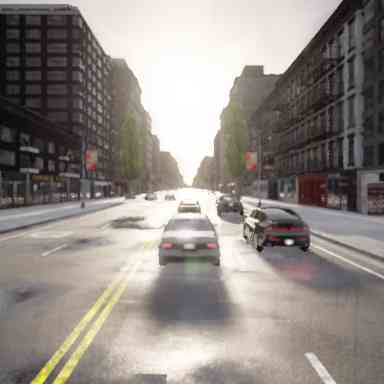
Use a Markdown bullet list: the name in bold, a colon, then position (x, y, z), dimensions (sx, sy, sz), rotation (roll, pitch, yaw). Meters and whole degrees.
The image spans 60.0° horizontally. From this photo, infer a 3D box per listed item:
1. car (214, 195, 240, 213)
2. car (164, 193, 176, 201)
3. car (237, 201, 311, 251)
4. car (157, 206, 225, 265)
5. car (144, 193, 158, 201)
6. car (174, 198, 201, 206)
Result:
- **car**: position (3.060, 1.002, 28.188), dimensions (2.097, 1.767, 4.553), rotation (0, 1, 0)
- **car**: position (-3.795, 0.839, 57.845), dimensions (1.994, 1.385, 4.181), rotation (0, 1, 0)
- **car**: position (3.185, 1.342, 13.292), dimensions (1.837, 1.490, 4.892), rotation (0, 1, 0)
- **car**: position (-0.071, 1.411, 11.056), dimensions (2.033, 1.411, 5.357), rotation (0, 1, 0)
- **car**: position (-7.039, 0.826, 57.607), dimensions (2.033, 1.411, 5.357), rotation (0, 1, 0)
- **car**: position (-0.198, 1.259, 27.625), dimensions (1.895, 1.301, 4.718), rotation (0, 1, 0)
